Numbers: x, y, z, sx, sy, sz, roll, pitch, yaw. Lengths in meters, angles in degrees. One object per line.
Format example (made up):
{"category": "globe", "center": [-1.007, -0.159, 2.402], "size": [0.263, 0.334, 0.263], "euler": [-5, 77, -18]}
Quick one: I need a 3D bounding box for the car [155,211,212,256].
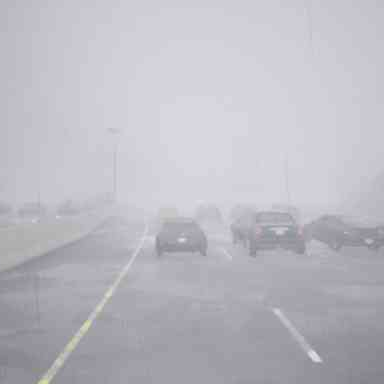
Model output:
{"category": "car", "center": [-0.499, 1.713, 13.956], "size": [1.994, 1.385, 4.181], "euler": [0, -1, -4]}

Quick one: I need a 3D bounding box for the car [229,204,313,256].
{"category": "car", "center": [3.001, 1.500, 14.046], "size": [2.097, 1.767, 4.553], "euler": [0, -1, -4]}

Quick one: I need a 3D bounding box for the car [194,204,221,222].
{"category": "car", "center": [1.291, 1.807, 29.681], "size": [2.128, 1.511, 4.902], "euler": [0, 0, -8]}

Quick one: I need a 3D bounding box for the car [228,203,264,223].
{"category": "car", "center": [4.759, 1.826, 30.158], "size": [1.837, 1.490, 4.892], "euler": [0, 0, -8]}

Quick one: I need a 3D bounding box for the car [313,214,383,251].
{"category": "car", "center": [6.459, 1.682, 14.731], "size": [1.812, 1.442, 4.674], "euler": [0, 0, -4]}

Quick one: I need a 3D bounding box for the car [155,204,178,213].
{"category": "car", "center": [-2.288, 1.794, 29.934], "size": [1.882, 1.535, 5.008], "euler": [0, 0, -9]}

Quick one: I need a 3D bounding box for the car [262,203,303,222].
{"category": "car", "center": [8.228, 1.831, 30.640], "size": [1.837, 1.490, 4.892], "euler": [0, 0, -8]}
